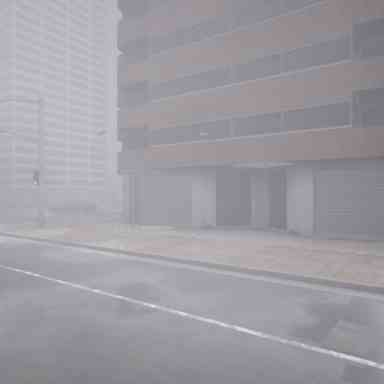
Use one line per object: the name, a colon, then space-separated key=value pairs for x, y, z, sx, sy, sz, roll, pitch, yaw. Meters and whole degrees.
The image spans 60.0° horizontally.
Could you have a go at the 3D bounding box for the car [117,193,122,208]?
car: x=-7.314 y=1.352 z=44.640 sx=2.097 sy=1.767 sz=4.553 roll=0 pitch=0 yaw=35

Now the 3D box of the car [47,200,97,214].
car: x=-13.011 y=1.547 z=36.519 sx=2.033 sy=1.411 sz=5.357 roll=0 pitch=0 yaw=35
